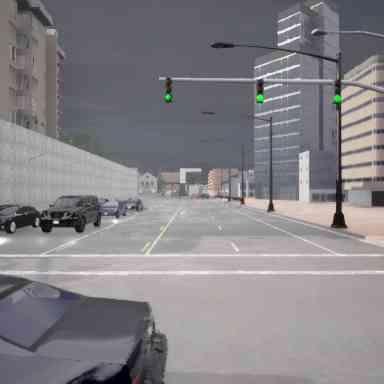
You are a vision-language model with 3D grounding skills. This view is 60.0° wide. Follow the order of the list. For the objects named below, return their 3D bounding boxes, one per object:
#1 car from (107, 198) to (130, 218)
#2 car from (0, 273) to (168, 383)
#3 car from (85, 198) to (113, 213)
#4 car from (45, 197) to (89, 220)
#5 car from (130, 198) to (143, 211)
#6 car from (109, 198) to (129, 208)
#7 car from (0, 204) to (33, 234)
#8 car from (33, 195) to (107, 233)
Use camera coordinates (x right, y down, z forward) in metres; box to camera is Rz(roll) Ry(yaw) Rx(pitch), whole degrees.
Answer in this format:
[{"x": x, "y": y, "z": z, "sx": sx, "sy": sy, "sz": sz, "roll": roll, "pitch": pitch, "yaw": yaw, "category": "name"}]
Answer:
[{"x": -7.107, "y": 1.526, "z": 29.768, "sx": 1.812, "sy": 1.442, "sz": 4.674, "roll": 0, "pitch": 0, "yaw": 0, "category": "car"}, {"x": -2.933, "y": 1.548, "z": 3.196, "sx": 5.357, "sy": 1.411, "sz": 2.033, "roll": 0, "pitch": 0, "yaw": 0, "category": "car"}, {"x": -10.605, "y": 1.505, "z": 38.382, "sx": 1.837, "sy": 1.490, "sz": 4.892, "roll": 0, "pitch": 0, "yaw": 0, "category": "car"}, {"x": -10.608, "y": 1.352, "z": 28.564, "sx": 2.097, "sy": 1.767, "sz": 4.553, "roll": 0, "pitch": 0, "yaw": 0, "category": "car"}, {"x": -7.102, "y": 1.491, "z": 40.111, "sx": 2.128, "sy": 1.511, "sz": 4.902, "roll": 0, "pitch": 0, "yaw": 0, "category": "car"}, {"x": -10.570, "y": 1.601, "z": 48.442, "sx": 1.895, "sy": 1.301, "sz": 4.718, "roll": 0, "pitch": 0, "yaw": 0, "category": "car"}, {"x": -10.606, "y": 1.505, "z": 19.496, "sx": 1.837, "sy": 1.490, "sz": 4.892, "roll": 0, "pitch": 0, "yaw": 0, "category": "car"}, {"x": -7.102, "y": 1.221, "z": 20.128, "sx": 2.150, "sy": 2.045, "sz": 5.566, "roll": 0, "pitch": 0, "yaw": 0, "category": "car"}]
